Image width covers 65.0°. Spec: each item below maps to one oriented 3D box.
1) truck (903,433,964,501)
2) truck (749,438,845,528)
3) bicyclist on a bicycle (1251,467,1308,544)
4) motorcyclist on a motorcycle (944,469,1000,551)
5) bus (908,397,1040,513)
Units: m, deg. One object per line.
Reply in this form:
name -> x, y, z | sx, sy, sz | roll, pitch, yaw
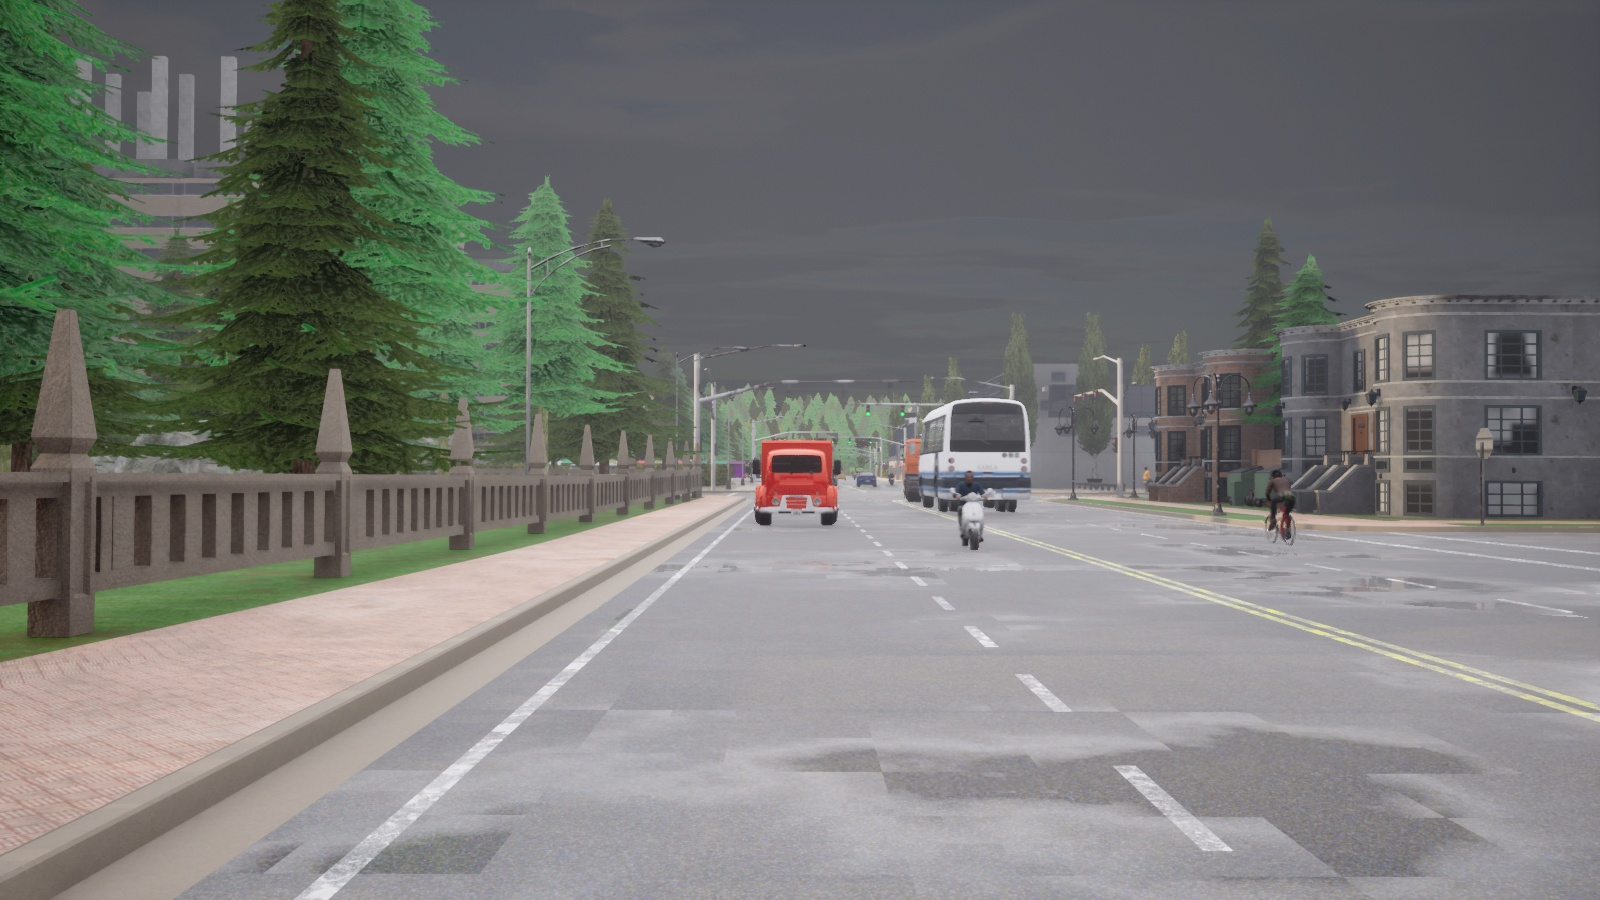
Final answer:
truck -> 7.082, 0.934, 67.423 | 2.891, 3.462, 7.936 | 0, -1, 4
truck -> -0.096, 0.953, 37.284 | 2.627, 2.467, 5.204 | 0, -1, 0
bicyclist on a bicycle -> 10.431, 1.184, 27.346 | 0.582, 1.620, 1.656 | 0, -1, 0
motorcyclist on a motorcycle -> 3.436, 1.178, 25.275 | 0.866, 1.590, 1.817 | 0, -1, 0
bus -> 6.864, 0.273, 51.501 | 3.944, 4.253, 10.273 | 0, -1, 0
